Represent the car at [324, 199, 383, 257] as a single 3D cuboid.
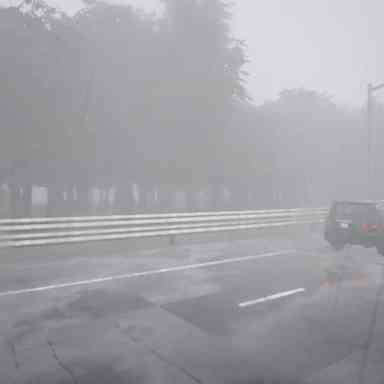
[{"bbox_3d":[7.744,1.324,13.705,5.566,2.045,2.150,0,0,-35],"label":"car"}]
